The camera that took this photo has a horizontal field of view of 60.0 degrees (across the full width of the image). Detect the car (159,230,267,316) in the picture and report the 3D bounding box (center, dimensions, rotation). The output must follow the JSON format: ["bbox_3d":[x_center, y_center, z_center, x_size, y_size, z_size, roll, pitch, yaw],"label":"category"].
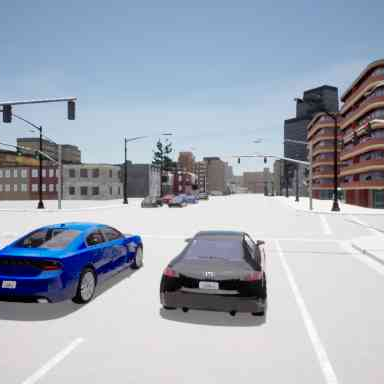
[{"bbox_3d":[0.690,1.564,7.643,1.994,1.385,4.181,0,0,12],"label":"car"}]

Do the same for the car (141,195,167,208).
[{"bbox_3d":[-5.555,1.230,46.515,2.097,1.767,4.553,0,1,11],"label":"car"}]

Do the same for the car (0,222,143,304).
[{"bbox_3d":[-2.747,1.478,8.289,1.882,1.535,5.008,0,0,11],"label":"car"}]

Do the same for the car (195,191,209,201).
[{"bbox_3d":[2.254,1.019,67.963,1.837,1.490,4.892,0,1,12],"label":"car"}]

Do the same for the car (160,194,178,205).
[{"bbox_3d":[-3.793,1.226,55.481,1.882,1.535,5.008,0,1,11],"label":"car"}]

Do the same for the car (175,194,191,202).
[{"bbox_3d":[-1.783,1.115,65.635,2.033,1.411,5.357,0,1,11],"label":"car"}]

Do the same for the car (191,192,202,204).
[{"bbox_3d":[-0.084,1.249,56.297,1.812,1.442,4.674,0,1,11],"label":"car"}]

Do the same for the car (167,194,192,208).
[{"bbox_3d":[-1.919,1.409,46.892,2.033,1.411,5.357,0,1,11],"label":"car"}]
